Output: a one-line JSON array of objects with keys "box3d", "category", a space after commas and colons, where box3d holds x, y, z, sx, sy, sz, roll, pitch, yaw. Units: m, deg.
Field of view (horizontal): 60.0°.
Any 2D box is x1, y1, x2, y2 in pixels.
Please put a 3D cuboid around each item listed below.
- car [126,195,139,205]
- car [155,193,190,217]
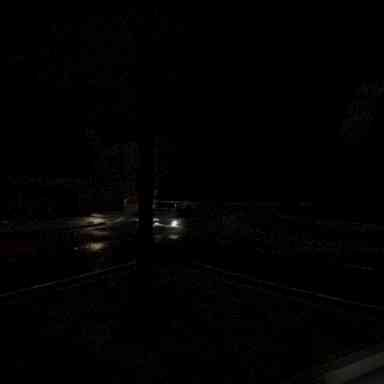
[{"box3d": [-8.419, 1.299, 52.174, 1.882, 1.535, 5.008, 1, 0, -42], "category": "car"}, {"box3d": [-1.711, 1.141, 31.009, 2.150, 2.045, 5.566, 0, 0, 12], "category": "car"}]
